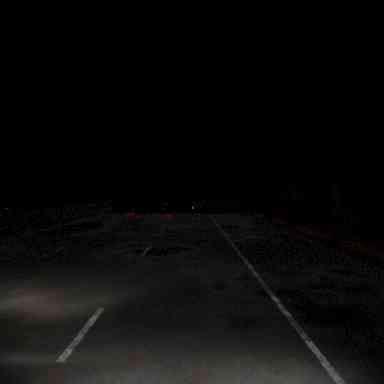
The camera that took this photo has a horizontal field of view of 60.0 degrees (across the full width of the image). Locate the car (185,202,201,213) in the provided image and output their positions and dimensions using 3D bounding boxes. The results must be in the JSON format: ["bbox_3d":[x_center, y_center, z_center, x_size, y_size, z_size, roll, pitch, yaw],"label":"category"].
[{"bbox_3d":[0.112,2.002,42.329,1.994,1.385,4.181,0,-3,0],"label":"car"}]

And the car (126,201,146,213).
[{"bbox_3d":[-6.889,1.884,41.312,1.837,1.490,4.892,0,-3,0],"label":"car"}]

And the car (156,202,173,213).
[{"bbox_3d":[-3.388,1.946,42.010,1.812,1.442,4.674,0,-3,0],"label":"car"}]

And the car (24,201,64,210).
[{"bbox_3d":[-14.088,1.625,33.122,2.033,1.411,5.357,0,-1,0],"label":"car"}]

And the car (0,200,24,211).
[{"bbox_3d":[-17.587,1.667,32.556,1.895,1.301,4.718,0,-1,0],"label":"car"}]

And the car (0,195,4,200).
[{"bbox_3d":[-21.085,1.304,33.513,2.150,2.045,5.566,0,-1,0],"label":"car"}]
